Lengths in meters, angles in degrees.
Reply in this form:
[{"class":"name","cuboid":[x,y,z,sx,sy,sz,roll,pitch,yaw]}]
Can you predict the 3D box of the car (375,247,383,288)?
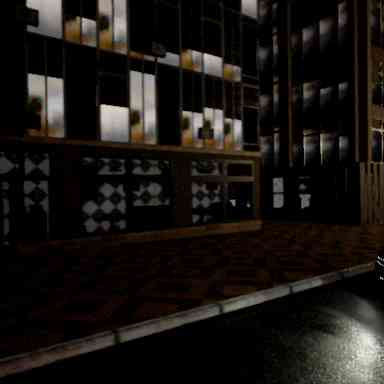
[{"class":"car","cuboid":[6.230,1.408,7.777,5.008,1.535,1.882,0,0,-35]}]
